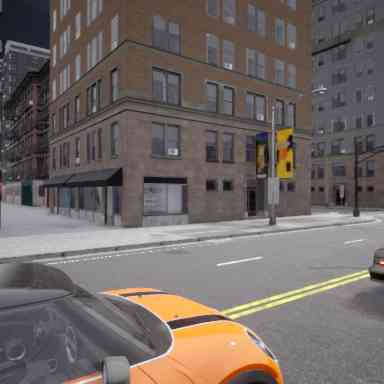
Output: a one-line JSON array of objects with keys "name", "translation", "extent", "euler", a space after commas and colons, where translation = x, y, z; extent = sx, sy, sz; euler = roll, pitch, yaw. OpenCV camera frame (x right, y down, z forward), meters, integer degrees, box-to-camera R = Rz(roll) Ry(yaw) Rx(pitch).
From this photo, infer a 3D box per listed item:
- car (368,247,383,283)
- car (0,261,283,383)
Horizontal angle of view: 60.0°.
[{"name": "car", "translation": [6.433, 1.548, 8.230], "extent": [5.357, 1.411, 2.033], "euler": [0, 0, -37]}, {"name": "car", "translation": [-1.369, 1.352, 2.427], "extent": [4.553, 1.767, 2.097], "euler": [0, 0, -37]}]
